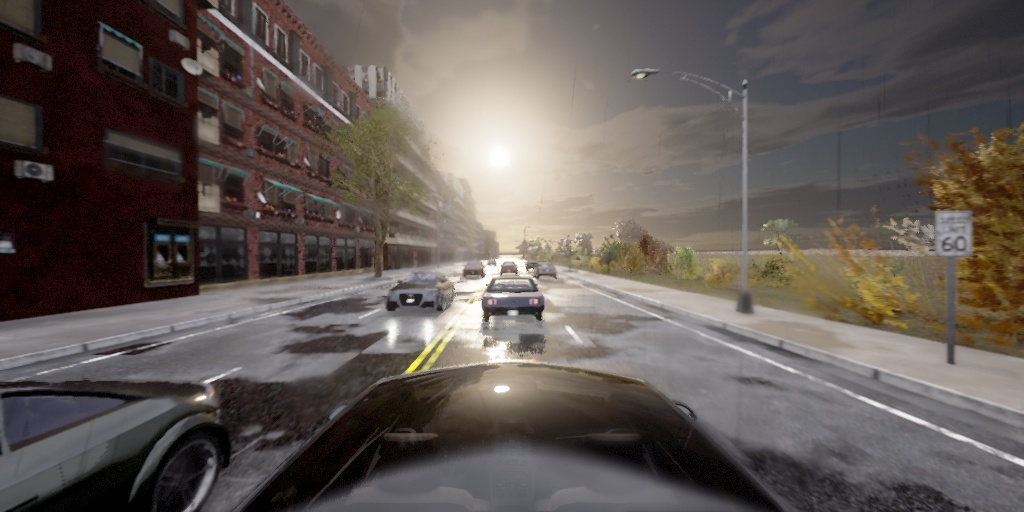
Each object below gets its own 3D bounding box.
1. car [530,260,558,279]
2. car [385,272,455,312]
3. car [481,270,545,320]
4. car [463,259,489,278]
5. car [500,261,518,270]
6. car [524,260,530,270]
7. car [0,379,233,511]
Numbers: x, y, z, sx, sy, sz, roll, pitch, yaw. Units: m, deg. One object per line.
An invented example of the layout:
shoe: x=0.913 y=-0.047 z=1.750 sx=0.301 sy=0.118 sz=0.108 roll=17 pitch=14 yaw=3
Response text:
car: x=2.982 y=1.297 z=32.334 sx=2.033 sy=1.411 sz=5.357 roll=0 pitch=0 yaw=0
car: x=-3.472 y=1.330 z=14.205 sx=1.994 sy=1.385 sz=4.181 roll=0 pitch=0 yaw=-1
car: x=0.002 y=1.353 z=12.567 sx=1.895 sy=1.301 sz=4.718 roll=0 pitch=0 yaw=-1
car: x=-3.616 y=1.260 z=35.251 sx=1.882 sy=1.535 sz=5.008 roll=0 pitch=0 yaw=-1
car: x=-0.311 y=1.293 z=38.107 sx=1.812 sy=1.442 sz=4.674 roll=0 pitch=0 yaw=0
car: x=2.805 y=1.266 z=48.790 sx=1.837 sy=1.490 sz=4.892 roll=0 pitch=-1 yaw=0
car: x=-3.327 y=1.328 z=1.259 sx=1.994 sy=1.385 sz=4.181 roll=0 pitch=0 yaw=-1
